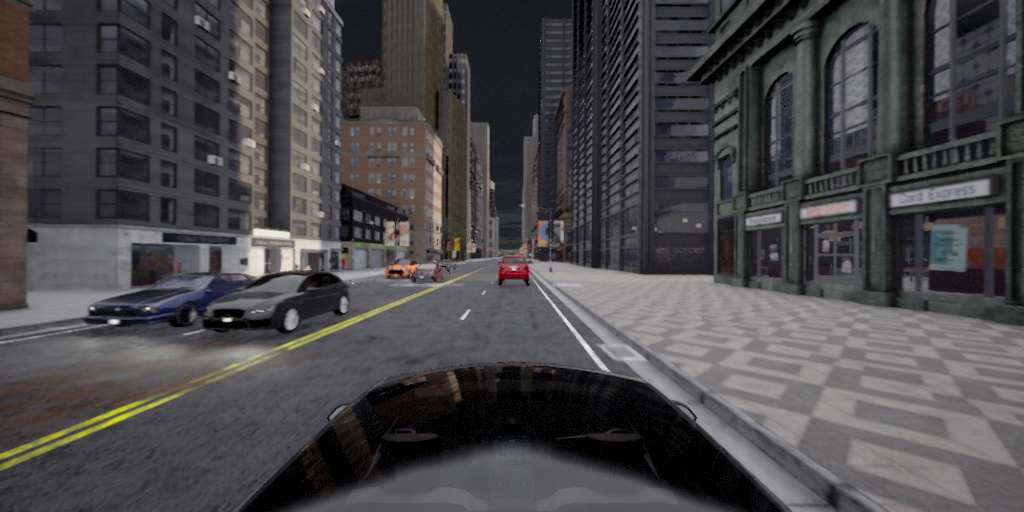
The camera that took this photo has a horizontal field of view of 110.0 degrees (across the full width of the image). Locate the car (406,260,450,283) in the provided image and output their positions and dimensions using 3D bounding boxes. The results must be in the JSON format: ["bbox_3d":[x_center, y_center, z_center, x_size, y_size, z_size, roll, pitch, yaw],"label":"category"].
[{"bbox_3d":[-6.403,1.237,27.870,1.812,1.442,4.674,0,0,1],"label":"car"}]

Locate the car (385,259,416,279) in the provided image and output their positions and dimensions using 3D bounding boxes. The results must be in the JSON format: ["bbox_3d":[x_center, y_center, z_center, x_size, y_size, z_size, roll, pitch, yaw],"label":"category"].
[{"bbox_3d":[-9.592,1.043,31.907,2.097,1.767,4.553,0,0,1],"label":"car"}]

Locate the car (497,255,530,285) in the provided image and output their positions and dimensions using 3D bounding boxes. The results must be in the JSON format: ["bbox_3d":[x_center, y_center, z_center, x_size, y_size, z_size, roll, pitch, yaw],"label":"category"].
[{"bbox_3d":[0.151,0.977,26.642,2.150,2.045,5.566,0,0,0],"label":"car"}]

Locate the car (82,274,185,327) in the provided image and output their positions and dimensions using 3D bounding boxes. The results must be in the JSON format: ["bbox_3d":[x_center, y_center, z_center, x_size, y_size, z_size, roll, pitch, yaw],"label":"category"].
[{"bbox_3d":[-9.800,1.240,11.500,2.033,1.411,5.357,0,0,0],"label":"car"}]

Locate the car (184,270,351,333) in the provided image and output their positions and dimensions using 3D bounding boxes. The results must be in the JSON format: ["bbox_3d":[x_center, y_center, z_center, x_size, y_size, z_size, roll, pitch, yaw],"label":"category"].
[{"bbox_3d":[-6.553,1.216,10.692,1.837,1.490,4.892,0,0,0],"label":"car"}]

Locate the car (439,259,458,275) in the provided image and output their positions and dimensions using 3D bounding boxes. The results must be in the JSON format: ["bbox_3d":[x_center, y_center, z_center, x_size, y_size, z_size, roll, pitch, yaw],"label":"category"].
[{"bbox_3d":[-6.304,0.961,33.537,1.895,1.301,4.718,0,0,0],"label":"car"}]
